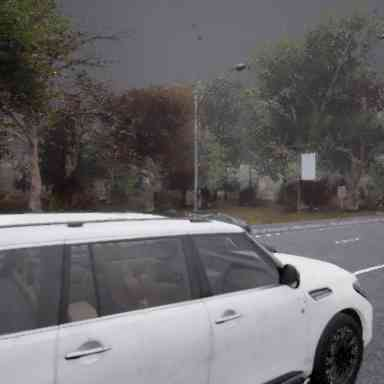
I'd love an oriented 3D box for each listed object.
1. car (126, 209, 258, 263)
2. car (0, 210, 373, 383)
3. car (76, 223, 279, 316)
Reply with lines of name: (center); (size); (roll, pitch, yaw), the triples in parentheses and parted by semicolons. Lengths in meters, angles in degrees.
car: (0.137, 1.518, 12.691); (4.892, 1.490, 1.837); (0, 0, -36)
car: (-0.386, 1.224, 3.481); (5.566, 2.045, 2.150); (0, 0, -35)
car: (-0.177, 1.609, 8.167); (4.718, 1.301, 1.895); (0, 0, -36)
